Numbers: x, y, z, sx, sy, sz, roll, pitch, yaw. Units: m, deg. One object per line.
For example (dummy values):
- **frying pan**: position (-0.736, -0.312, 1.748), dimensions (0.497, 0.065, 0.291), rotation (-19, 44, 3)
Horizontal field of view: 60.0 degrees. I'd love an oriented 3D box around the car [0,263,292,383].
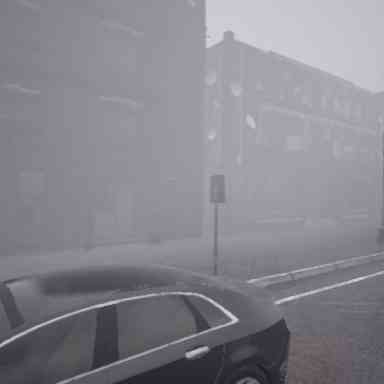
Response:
- **car**: position (-1.210, 1.505, 2.822), dimensions (4.892, 1.490, 1.837), rotation (0, 0, -36)
